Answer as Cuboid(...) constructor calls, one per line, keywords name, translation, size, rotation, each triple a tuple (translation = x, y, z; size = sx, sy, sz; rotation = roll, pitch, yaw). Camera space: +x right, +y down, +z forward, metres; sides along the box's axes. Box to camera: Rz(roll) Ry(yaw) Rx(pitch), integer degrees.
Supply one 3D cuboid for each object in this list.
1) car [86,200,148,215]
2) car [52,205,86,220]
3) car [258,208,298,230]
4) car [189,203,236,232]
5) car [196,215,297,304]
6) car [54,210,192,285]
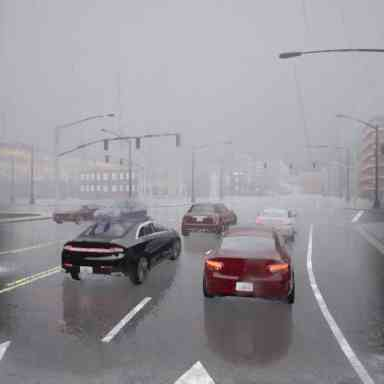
Cuboid(name="car", translation=(-4.811, 1.350, 22.896), size=(2.097, 1.767, 4.553), rotation=(0, 0, 20))
Cuboid(name="car", translation=(-7.964, 1.601, 24.451), size=(1.895, 1.301, 4.718), rotation=(0, 0, 20))
Cuboid(name="car", translation=(4.215, 1.526, 16.604), size=(1.812, 1.442, 4.674), rotation=(0, 0, 20))
Cuboid(name="car", translation=(1.070, 1.352, 18.071), size=(2.097, 1.767, 4.553), rotation=(0, 0, 19))
Cuboid(name="car", translation=(1.465, 1.526, 8.175), size=(1.812, 1.442, 4.674), rotation=(0, 0, 13))
Cuboid(name="car", translation=(-1.716, 1.491, 9.626), size=(2.128, 1.511, 4.902), rotation=(0, 0, 14))
